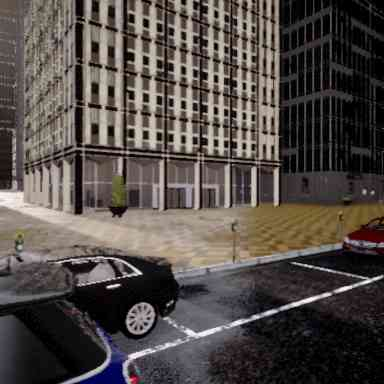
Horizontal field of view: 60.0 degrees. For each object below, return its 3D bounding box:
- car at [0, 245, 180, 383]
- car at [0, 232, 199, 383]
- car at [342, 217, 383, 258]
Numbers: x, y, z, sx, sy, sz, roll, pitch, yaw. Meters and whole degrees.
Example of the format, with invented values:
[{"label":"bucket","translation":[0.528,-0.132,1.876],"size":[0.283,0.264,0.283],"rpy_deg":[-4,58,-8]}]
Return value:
[{"label":"car","translation":[-2.483,1.359,1.594],"size":[4.553,1.767,2.097],"rpy_deg":[0,0,-35]},{"label":"car","translation":[-2.257,1.546,4.941],"size":[4.403,1.369,2.008],"rpy_deg":[0,1,-35]},{"label":"car","translation":[6.932,1.513,11.493],"size":[4.206,1.307,1.802],"rpy_deg":[0,1,-35]}]
